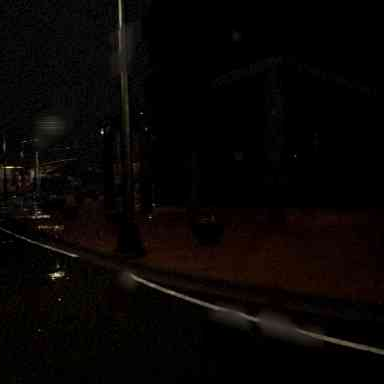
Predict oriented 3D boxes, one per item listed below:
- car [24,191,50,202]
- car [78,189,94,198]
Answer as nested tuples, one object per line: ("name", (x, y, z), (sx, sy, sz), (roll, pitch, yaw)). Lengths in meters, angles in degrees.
("car", (-21.558, 0.619, 46.435), (1.812, 1.442, 4.674), (-1, 2, 1))
("car", (-17.824, 0.224, 56.317), (1.812, 1.442, 4.674), (-1, 2, 1))
